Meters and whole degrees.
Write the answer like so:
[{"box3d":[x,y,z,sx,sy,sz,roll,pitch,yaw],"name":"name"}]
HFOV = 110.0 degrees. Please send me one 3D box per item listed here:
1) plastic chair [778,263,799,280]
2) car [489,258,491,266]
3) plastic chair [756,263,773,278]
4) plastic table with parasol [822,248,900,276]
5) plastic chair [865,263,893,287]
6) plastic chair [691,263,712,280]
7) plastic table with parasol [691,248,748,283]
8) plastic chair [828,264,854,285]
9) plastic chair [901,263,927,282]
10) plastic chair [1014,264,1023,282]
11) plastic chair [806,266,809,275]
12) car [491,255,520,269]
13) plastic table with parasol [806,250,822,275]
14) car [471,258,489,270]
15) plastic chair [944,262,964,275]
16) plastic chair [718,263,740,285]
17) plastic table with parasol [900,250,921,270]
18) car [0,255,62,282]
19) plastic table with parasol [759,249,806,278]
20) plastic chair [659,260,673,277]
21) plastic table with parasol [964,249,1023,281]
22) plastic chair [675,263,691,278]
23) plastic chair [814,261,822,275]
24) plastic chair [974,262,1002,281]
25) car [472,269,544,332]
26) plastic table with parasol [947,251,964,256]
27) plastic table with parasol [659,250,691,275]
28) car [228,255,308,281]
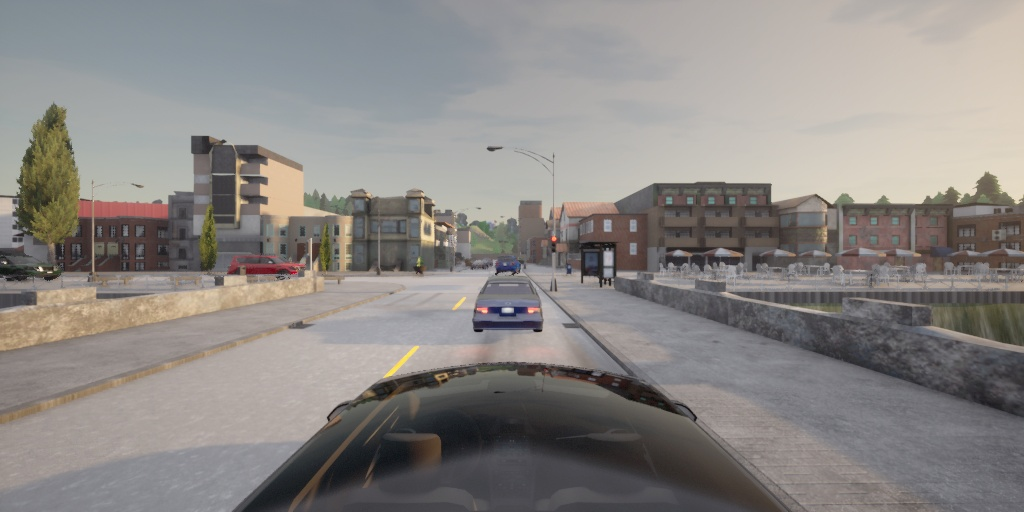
[{"box3d":[22.373,1.279,29.027,0.750,1.272,0.730,0,0,-1],"name":"plastic chair"},{"box3d":[-4.979,1.227,61.637,1.882,1.535,5.008,0,0,-1],"name":"car"},{"box3d":[21.253,1.279,30.411,0.730,1.272,0.750,0,0,-1],"name":"plastic chair"},{"box3d":[23.443,0.675,24.192,2.482,2.480,2.482,0,0,-1],"name":"plastic table with parasol"},{"box3d":[23.363,1.279,22.841,0.750,1.272,0.730,0,0,-1],"name":"plastic chair"},{"box3d":[13.522,1.279,25.599,0.730,1.272,0.750,0,0,-1],"name":"plastic chair"},{"box3d":[14.794,0.675,25.477,2.482,2.480,2.482,0,0,-1],"name":"plastic table with parasol"},{"box3d":[22.243,1.279,24.224,0.730,1.272,0.750,0,0,-1],"name":"plastic chair"},{"box3d":[30.106,1.279,26.838,0.750,1.272,0.730,0,0,-1],"name":"plastic chair"},{"box3d":[37.420,1.279,25.944,0.750,1.272,0.730,0,0,-1],"name":"plastic chair"},{"box3d":[28.285,1.279,35.213,0.730,1.272,0.750,0,0,-1],"name":"plastic chair"},{"box3d":[-0.418,0.971,38.816,2.150,2.045,5.566,1,0,7],"name":"car"},{"box3d":[29.714,0.675,35.204,2.482,2.480,2.482,0,0,-1],"name":"plastic table with parasol"},{"box3d":[-4.866,1.275,52.399,1.812,1.442,4.674,0,0,1],"name":"car"},{"box3d":[44.967,1.279,36.554,0.730,1.272,0.750,0,0,-1],"name":"plastic chair"},{"box3d":[14.642,1.279,24.215,0.750,1.272,0.730,0,0,-1],"name":"plastic chair"},{"box3d":[30.097,0.675,28.118,2.482,2.480,2.482,0,0,-1],"name":"plastic table with parasol"},{"box3d":[-39.146,0.971,28.189,5.566,2.045,2.150,0,0,-1],"name":"car"},{"box3d":[22.454,0.675,30.378,2.482,2.480,2.482,0,0,-1],"name":"plastic table with parasol"},{"box3d":[14.209,1.279,33.409,0.730,1.272,0.750,0,0,-1],"name":"plastic chair"},{"box3d":[37.391,0.675,27.254,2.482,2.480,2.482,0,0,-1],"name":"plastic table with parasol"},{"box3d":[15.329,1.279,32.025,0.750,1.272,0.730,0,0,-1],"name":"plastic chair"},{"box3d":[29.405,1.279,33.829,0.750,1.272,0.730,0,0,-1],"name":"plastic chair"},{"box3d":[36.262,1.279,27.325,0.730,1.272,0.750,0,0,-1],"name":"plastic chair"},{"box3d":[-0.104,1.297,10.772,2.033,1.411,5.357,0,0,0],"name":"car"},{"box3d":[46.169,0.675,36.452,2.482,2.480,2.482,0,0,-1],"name":"plastic table with parasol"},{"box3d":[15.431,0.675,33.307,2.482,2.480,2.482,0,0,-1],"name":"plastic table with parasol"},{"box3d":[-19.292,0.970,28.468,5.566,2.045,2.150,0,0,-1],"name":"car"}]
